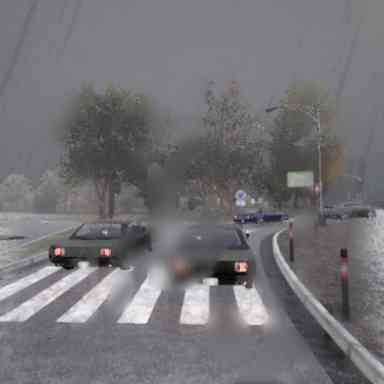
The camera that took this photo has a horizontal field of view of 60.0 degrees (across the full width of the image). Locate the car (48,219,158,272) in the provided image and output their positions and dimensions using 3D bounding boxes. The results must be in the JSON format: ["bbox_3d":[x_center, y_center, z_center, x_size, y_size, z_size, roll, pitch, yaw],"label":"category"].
[{"bbox_3d":[-2.437,1.512,10.521,1.895,1.301,4.718,-1,0,7],"label":"car"}]

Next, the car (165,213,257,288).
[{"bbox_3d":[0.611,1.496,8.918,1.895,1.301,4.718,-1,1,6],"label":"car"}]

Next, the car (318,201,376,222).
[{"bbox_3d":[12.001,1.471,25.709,4.902,1.511,2.128,-1,-3,-25],"label":"car"}]

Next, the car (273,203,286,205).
[{"bbox_3d":[18.975,3.097,73.173,4.892,1.490,1.837,-3,-5,41],"label":"car"}]

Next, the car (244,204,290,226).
[{"bbox_3d":[5.461,1.887,25.774,4.718,1.301,1.895,0,-4,-39],"label":"car"}]
